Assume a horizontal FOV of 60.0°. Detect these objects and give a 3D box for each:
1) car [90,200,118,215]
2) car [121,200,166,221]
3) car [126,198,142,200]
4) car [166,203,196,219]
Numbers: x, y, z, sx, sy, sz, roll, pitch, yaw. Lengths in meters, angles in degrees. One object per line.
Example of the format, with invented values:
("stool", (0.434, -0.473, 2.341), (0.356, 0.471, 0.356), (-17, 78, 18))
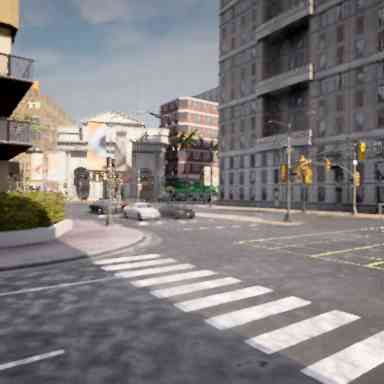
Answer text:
("car", (-9.859, 1.659, 36.888), (1.837, 1.490, 4.892), (1, 0, -35))
("car", (-4.520, 1.680, 29.328), (1.812, 1.442, 4.674), (1, 0, -35))
("car", (-6.357, 1.547, 38.058), (2.097, 1.767, 4.553), (1, 0, -35))
("car", (-1.449, 1.759, 31.046), (1.994, 1.385, 4.181), (1, 0, -35))
